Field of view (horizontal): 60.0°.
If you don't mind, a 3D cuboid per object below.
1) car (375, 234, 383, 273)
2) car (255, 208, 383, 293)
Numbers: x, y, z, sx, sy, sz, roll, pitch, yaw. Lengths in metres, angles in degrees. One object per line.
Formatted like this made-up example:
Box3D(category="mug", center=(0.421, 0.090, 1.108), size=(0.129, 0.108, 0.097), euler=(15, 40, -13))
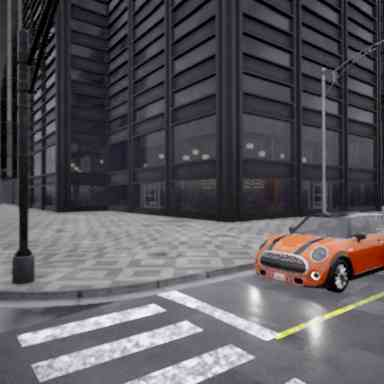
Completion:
Box3D(category="car", center=(6.203, 1.535, 6.941), size=(5.357, 1.411, 2.033), euler=(0, 0, -37))
Box3D(category="car", center=(3.814, 1.363, 9.030), size=(4.553, 1.767, 2.097), euler=(0, 0, -37))
